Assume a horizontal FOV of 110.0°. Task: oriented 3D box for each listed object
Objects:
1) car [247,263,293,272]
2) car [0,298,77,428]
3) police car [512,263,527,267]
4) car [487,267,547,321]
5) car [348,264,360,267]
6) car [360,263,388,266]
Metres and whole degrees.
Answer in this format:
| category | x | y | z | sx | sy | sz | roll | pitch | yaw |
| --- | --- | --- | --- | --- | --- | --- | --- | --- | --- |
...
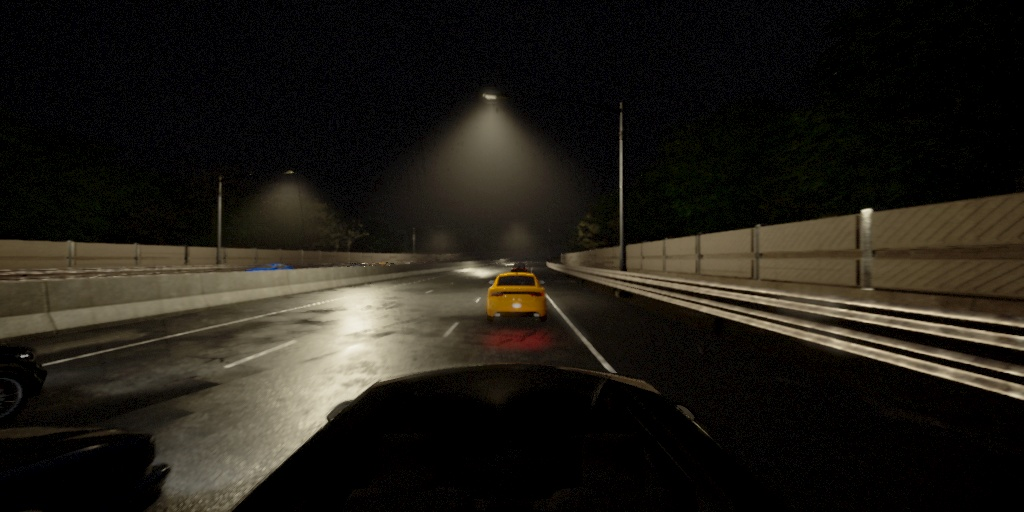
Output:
| category | x | y | z | sx | sy | sz | roll | pitch | yaw |
| --- | --- | --- | --- | --- | --- | --- | --- | --- | --- |
| car | -24.073 | 1.511 | 35.856 | 1.882 | 1.535 | 5.008 | 0 | 0 | 2 |
| car | -6.890 | 1.279 | 2.586 | 1.812 | 1.442 | 4.674 | 0 | 0 | 0 |
| police car | 0.906 | 1.659 | 44.226 | 2.038 | 1.542 | 4.974 | 0 | -1 | 2 |
| car | 0.172 | 1.330 | 13.078 | 1.882 | 1.535 | 5.008 | 0 | 0 | 1 |
| car | -20.183 | 1.690 | 46.926 | 2.033 | 1.411 | 5.357 | 0 | -1 | 3 |
| car | -16.755 | 1.609 | 45.064 | 1.882 | 1.535 | 5.008 | 0 | -1 | 2 |
